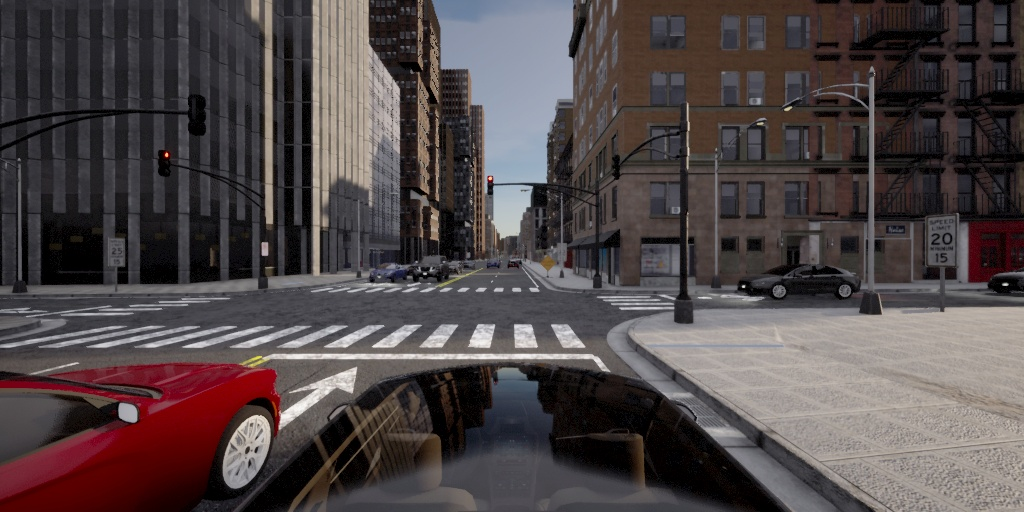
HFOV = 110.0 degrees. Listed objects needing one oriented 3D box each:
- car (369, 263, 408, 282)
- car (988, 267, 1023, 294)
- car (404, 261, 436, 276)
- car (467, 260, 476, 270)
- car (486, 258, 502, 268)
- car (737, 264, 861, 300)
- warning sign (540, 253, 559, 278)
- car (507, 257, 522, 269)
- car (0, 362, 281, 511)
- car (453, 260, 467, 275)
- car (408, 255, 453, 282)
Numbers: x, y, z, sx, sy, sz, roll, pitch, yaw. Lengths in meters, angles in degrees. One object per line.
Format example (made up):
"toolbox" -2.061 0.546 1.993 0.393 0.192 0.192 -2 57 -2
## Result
"car" -9.784 1.279 28.743 1.812 1.442 4.674 0 0 0
"car" 24.700 1.033 16.182 4.892 1.490 1.837 0 0 0
"car" -9.760 1.304 38.330 2.033 1.411 5.357 0 0 0
"car" -6.454 1.326 52.445 1.994 1.385 4.181 0 0 0
"car" -3.050 1.118 59.502 2.097 1.767 4.553 0 0 1
"car" 12.908 1.116 16.281 4.892 1.490 1.837 0 0 -1
"warning sign" 2.917 0.868 29.148 1.300 1.860 1.060 0 0 0
"car" 0.193 1.271 58.753 1.837 1.490 4.892 0 0 0
"car" -3.153 1.228 1.429 1.882 1.535 5.008 0 0 0
"car" -6.505 1.262 39.413 1.837 1.490 4.892 0 0 0
"car" -6.546 0.975 29.497 2.150 2.045 5.566 0 0 -1
